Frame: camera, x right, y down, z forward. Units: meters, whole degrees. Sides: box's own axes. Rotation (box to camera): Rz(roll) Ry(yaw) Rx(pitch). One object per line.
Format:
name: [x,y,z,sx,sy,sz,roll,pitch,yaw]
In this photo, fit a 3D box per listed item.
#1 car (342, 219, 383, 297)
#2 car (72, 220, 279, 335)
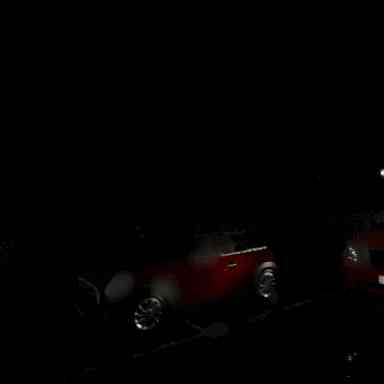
car: [5.675,1.197,7.431,5.566,2.045,2.150,0,0,-36]
car: [-0.209,1.430,6.620,4.097,1.590,1.967,0,0,-36]
